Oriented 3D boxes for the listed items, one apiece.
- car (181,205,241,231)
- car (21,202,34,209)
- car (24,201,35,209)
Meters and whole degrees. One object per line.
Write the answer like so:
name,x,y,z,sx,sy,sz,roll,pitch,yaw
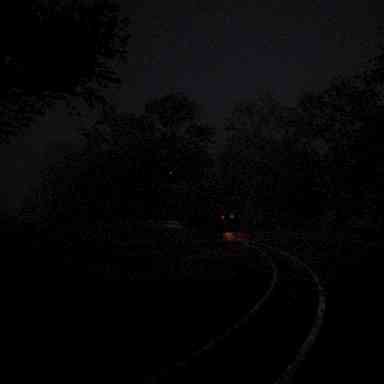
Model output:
car,1.224,1.691,23.611,2.097,1.767,4.553,0,-1,-42
car,-29.489,2.602,59.534,1.837,1.490,4.892,0,-1,-25
car,-36.129,2.822,73.905,2.128,1.511,4.902,0,-1,-25
